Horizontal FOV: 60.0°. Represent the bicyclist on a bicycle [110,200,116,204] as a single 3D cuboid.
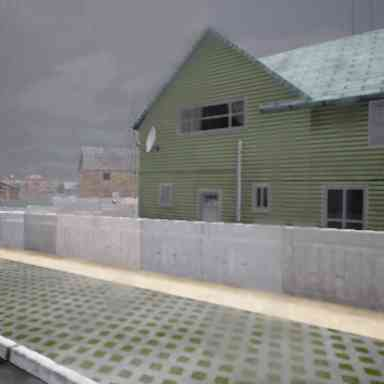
[{"bbox_3d":[-6.206,1.445,26.164,0.582,1.620,1.656,0,1,-25],"label":"bicyclist on a bicycle"}]
